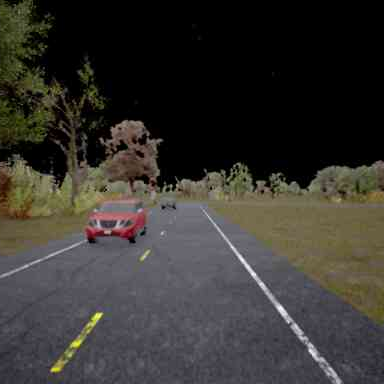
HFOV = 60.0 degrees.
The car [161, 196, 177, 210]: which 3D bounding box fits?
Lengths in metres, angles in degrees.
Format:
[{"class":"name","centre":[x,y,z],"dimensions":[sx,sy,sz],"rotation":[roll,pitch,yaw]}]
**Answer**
[{"class":"car","centre":[-3.552,1.701,51.773],"dimensions":[2.150,2.045,5.566],"rotation":[0,-1,1]}]

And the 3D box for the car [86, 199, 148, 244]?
[{"class":"car","centre":[-3.601,1.384,16.966],"dimensions":[2.150,2.045,5.566],"rotation":[0,-1,0]}]
